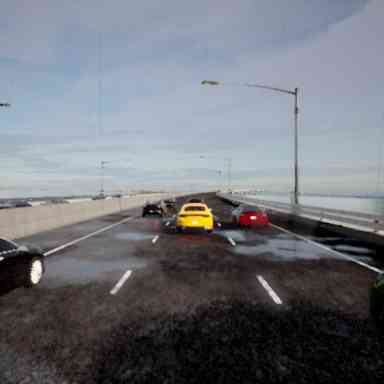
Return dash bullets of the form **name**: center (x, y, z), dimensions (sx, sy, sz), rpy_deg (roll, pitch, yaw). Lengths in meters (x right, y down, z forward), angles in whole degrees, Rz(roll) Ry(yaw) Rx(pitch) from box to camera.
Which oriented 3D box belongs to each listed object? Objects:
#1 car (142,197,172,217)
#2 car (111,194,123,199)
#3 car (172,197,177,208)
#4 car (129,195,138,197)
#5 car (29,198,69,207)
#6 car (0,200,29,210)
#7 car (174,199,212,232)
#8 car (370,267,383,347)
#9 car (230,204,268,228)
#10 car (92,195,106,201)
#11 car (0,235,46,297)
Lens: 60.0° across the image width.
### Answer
- **car**: center (-3.315, 1.410, 30.073), dimensions (2.128, 1.511, 4.902), rpy_deg (0, 0, 1)
- **car**: center (-16.579, 1.287, 73.834), dimensions (1.812, 1.442, 4.674), rpy_deg (0, 0, 1)
- **car**: center (-3.141, 1.364, 45.422), dimensions (2.128, 1.511, 4.902), rpy_deg (0, 0, 2)
- **car**: center (-13.081, 1.356, 73.710), dimensions (1.895, 1.301, 4.718), rpy_deg (0, 0, 1)
- **car**: center (-13.912, 1.404, 33.468), dimensions (2.128, 1.511, 4.902), rpy_deg (0, 0, 1)
- **car**: center (-17.421, 1.480, 32.742), dimensions (1.994, 1.385, 4.181), rpy_deg (0, 0, 1)
- **car**: center (0.159, 1.424, 19.676), dimensions (1.882, 1.535, 5.008), rpy_deg (0, 0, 0)
- **car**: center (3.594, 1.214, 2.314), dimensions (2.150, 2.045, 5.566), rpy_deg (0, 0, 0)
- **car**: center (3.675, 1.503, 21.850), dimensions (1.994, 1.385, 4.181), rpy_deg (0, 0, 0)
- **car**: center (-20.121, 1.313, 72.262), dimensions (1.994, 1.385, 4.181), rpy_deg (0, 0, 1)
- **car**: center (-4.549, 1.490, 6.349), dimensions (1.837, 1.490, 4.892), rpy_deg (0, 0, 0)
